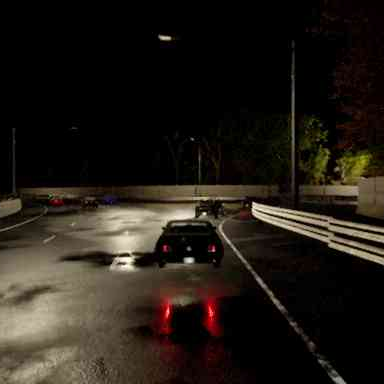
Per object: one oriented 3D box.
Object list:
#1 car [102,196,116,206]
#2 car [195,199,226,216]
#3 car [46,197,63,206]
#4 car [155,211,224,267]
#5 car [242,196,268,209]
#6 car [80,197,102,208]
[{"bbox_3d":[-12.860,1.330,50.681,1.812,1.442,4.674,0,0,-27],"label":"car"},{"bbox_3d":[1.589,1.378,27.637,1.837,1.490,4.892,-1,0,16],"label":"car"},{"bbox_3d":[-21.293,1.385,51.466,1.994,1.385,4.181,0,0,-30],"label":"car"},{"bbox_3d":[-0.093,1.550,11.218,1.895,1.301,4.718,0,0,-1],"label":"car"},{"bbox_3d":[7.673,1.307,40.115,1.837,1.490,4.892,-1,0,34],"label":"car"},{"bbox_3d":[-14.001,1.379,45.135,2.033,1.411,5.357,0,0,-24],"label":"car"}]
